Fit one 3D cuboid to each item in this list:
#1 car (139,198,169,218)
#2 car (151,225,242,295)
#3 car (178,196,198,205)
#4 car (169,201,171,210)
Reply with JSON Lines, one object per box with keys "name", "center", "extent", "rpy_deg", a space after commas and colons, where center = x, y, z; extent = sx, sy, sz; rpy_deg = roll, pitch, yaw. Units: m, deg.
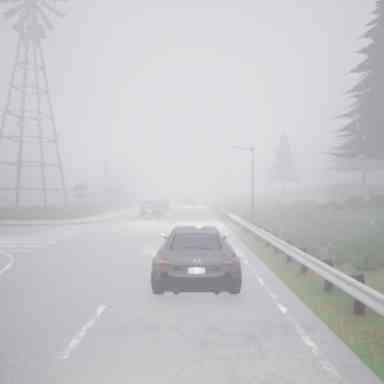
{"name": "car", "center": [-3.588, 1.473, 30.227], "extent": [2.128, 1.511, 4.902], "rpy_deg": [0, 0, 0]}
{"name": "car", "center": [0.083, 1.558, 8.708], "extent": [1.994, 1.385, 4.181], "rpy_deg": [0, 0, 0]}
{"name": "car", "center": [-0.766, 1.456, 57.447], "extent": [2.128, 1.511, 4.902], "rpy_deg": [0, 0, -29]}
{"name": "car", "center": [-3.554, 1.480, 39.980], "extent": [1.837, 1.490, 4.892], "rpy_deg": [0, 0, 0]}
